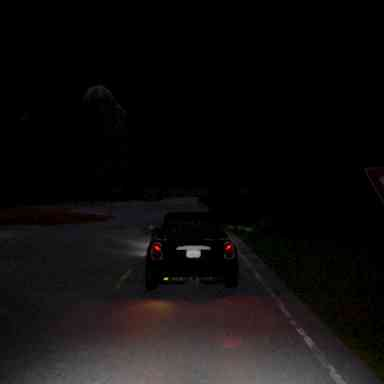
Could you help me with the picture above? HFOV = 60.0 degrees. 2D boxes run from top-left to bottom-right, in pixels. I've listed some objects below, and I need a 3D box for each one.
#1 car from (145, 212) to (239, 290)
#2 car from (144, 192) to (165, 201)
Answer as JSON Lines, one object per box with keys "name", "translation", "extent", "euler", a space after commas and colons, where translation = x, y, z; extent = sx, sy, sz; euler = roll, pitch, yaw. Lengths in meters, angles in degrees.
{"name": "car", "translation": [-0.147, 1.322, 9.225], "extent": [2.097, 1.767, 4.553], "euler": [0, 0, -5]}
{"name": "car", "translation": [-9.064, 1.388, 77.441], "extent": [4.181, 1.381, 1.994], "euler": [0, 0, -1]}
